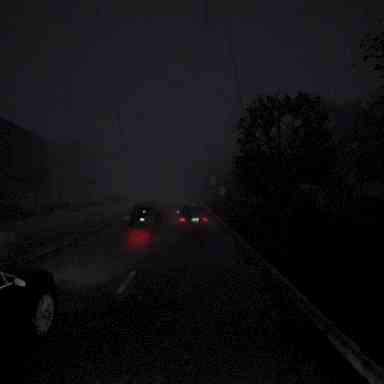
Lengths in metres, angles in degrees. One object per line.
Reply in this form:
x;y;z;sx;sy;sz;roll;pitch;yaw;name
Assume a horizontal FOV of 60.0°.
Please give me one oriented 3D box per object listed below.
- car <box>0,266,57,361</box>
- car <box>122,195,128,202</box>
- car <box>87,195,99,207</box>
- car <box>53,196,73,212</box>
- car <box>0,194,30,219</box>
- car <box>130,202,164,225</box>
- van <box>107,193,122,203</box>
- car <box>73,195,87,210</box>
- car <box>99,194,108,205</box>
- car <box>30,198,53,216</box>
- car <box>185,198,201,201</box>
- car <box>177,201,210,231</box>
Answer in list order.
-3.151;1.488;3.615;2.128;1.511;4.902;0;0;0;car
-15.571;1.429;70.189;2.163;1.488;4.792;0;0;0;car
-15.514;1.289;48.025;2.185;1.767;4.553;0;0;0;car
-15.487;1.423;36.949;2.231;1.521;4.892;0;0;0;car
-15.459;1.178;25.990;2.435;2.045;5.566;0;0;0;car
-3.151;1.484;23.524;1.837;1.490;4.892;0;0;0;car
-15.556;1.178;64.577;1.878;1.987;4.442;0;0;0;van
-15.501;1.292;42.499;2.185;1.767;4.553;0;0;0;car
-15.529;1.451;53.646;2.002;1.452;4.674;0;0;0;car
-15.473;1.425;31.423;2.097;1.535;5.008;0;0;0;car
0.097;1.442;40.871;1.882;1.535;5.008;0;0;0;car
0.093;1.530;20.193;2.033;1.411;5.357;0;0;0;car
